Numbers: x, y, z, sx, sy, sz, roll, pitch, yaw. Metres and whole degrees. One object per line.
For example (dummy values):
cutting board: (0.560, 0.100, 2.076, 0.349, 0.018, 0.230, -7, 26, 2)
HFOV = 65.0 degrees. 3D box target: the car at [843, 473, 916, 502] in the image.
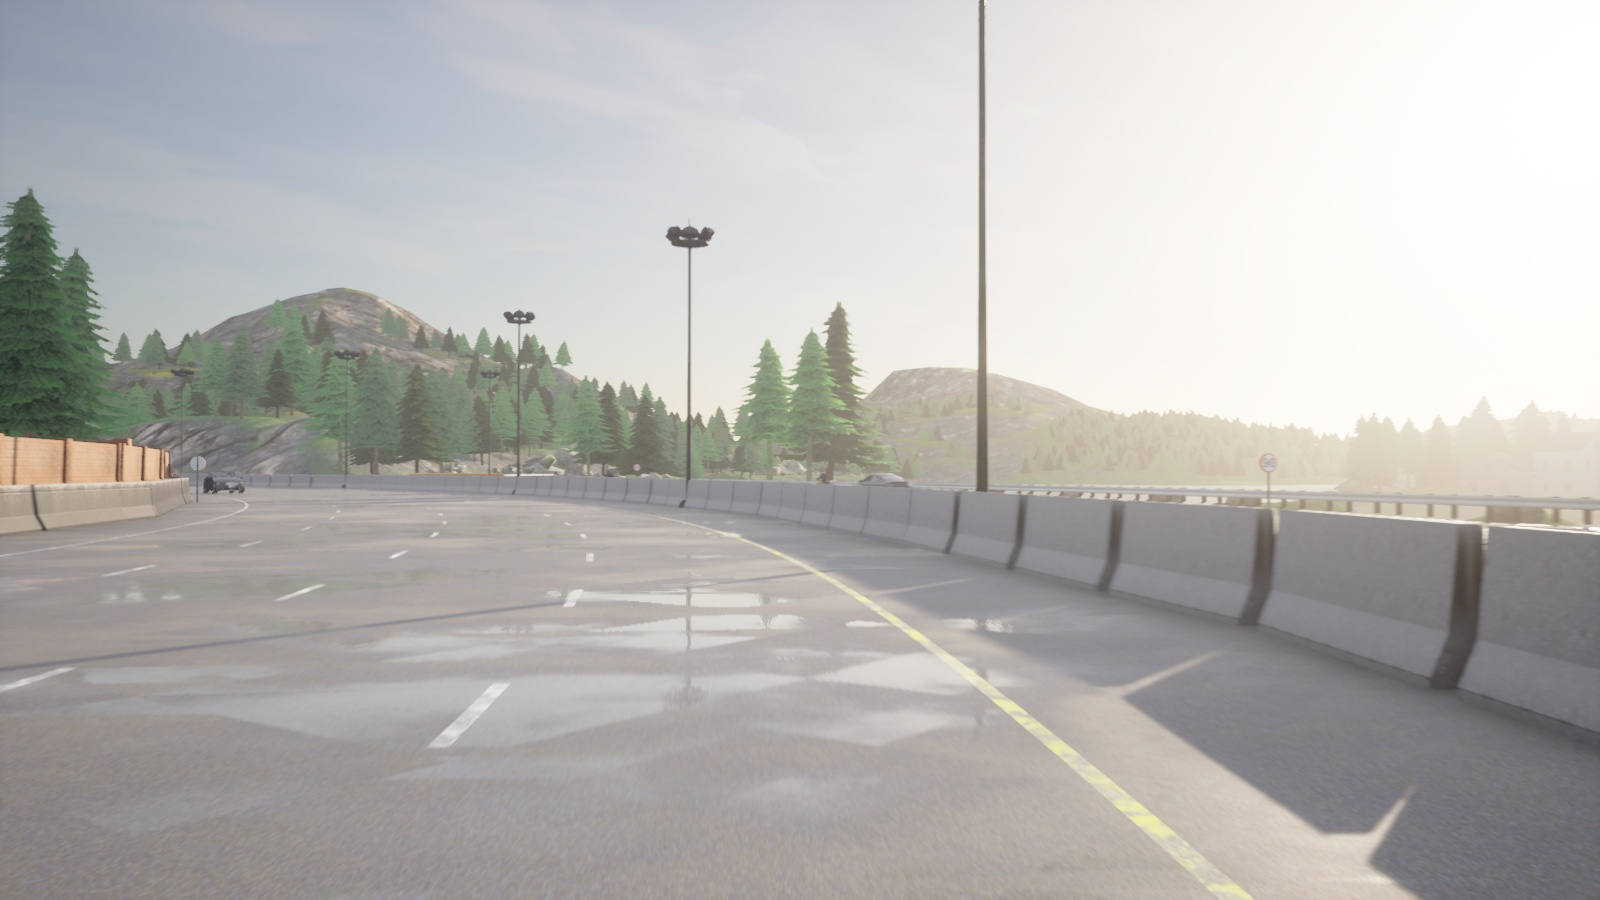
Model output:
car: (4.040, 1.891, 64.583, 1.812, 1.442, 4.674, 0, -1, -23)

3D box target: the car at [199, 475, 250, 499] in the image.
car: (-37.622, 2.380, 82.060, 2.128, 1.511, 4.902, 0, -1, -36)
